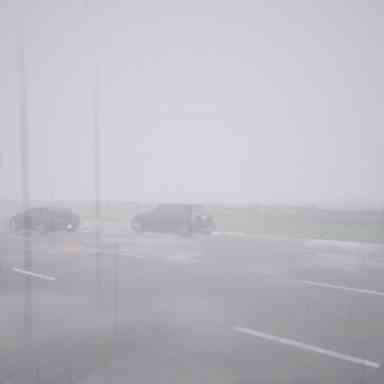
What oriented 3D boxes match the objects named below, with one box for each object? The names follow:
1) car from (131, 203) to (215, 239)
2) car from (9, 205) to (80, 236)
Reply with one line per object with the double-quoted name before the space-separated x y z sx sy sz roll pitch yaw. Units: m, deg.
"car" -1.099 1.353 17.670 4.553 1.767 2.097 0 0 35
"car" -8.243 1.507 18.464 4.892 1.490 1.837 0 0 35
